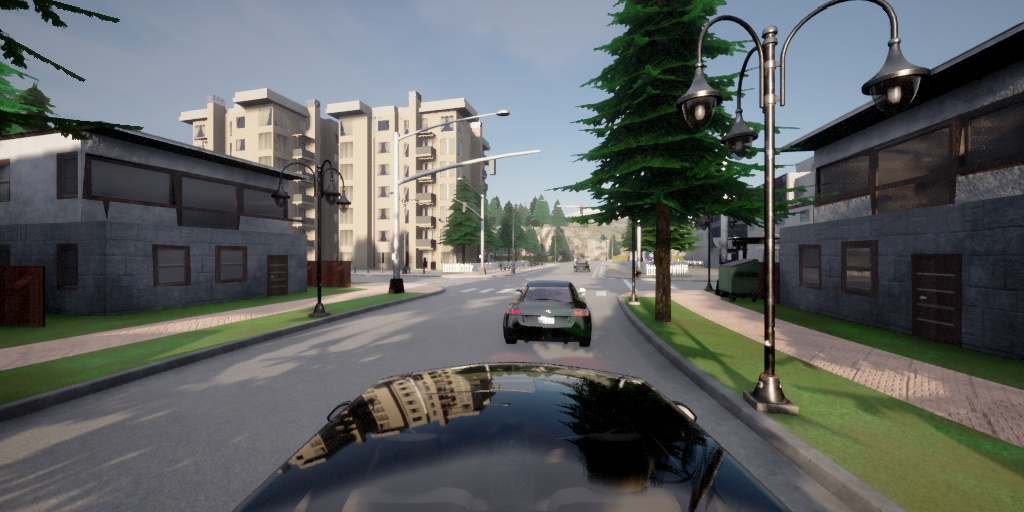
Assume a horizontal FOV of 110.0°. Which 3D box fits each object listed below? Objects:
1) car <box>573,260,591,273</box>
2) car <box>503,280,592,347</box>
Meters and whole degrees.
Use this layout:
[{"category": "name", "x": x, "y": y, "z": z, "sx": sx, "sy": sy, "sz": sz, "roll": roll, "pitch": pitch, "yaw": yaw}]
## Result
[{"category": "car", "x": 8.776, "y": 1.276, "z": 44.988, "sx": 2.128, "sy": 1.511, "sz": 4.902, "roll": 0, "pitch": 0, "yaw": 14}, {"category": "car", "x": 1.005, "y": 1.314, "z": 9.454, "sx": 1.994, "sy": 1.385, "sz": 4.181, "roll": 0, "pitch": 0, "yaw": 8}]
